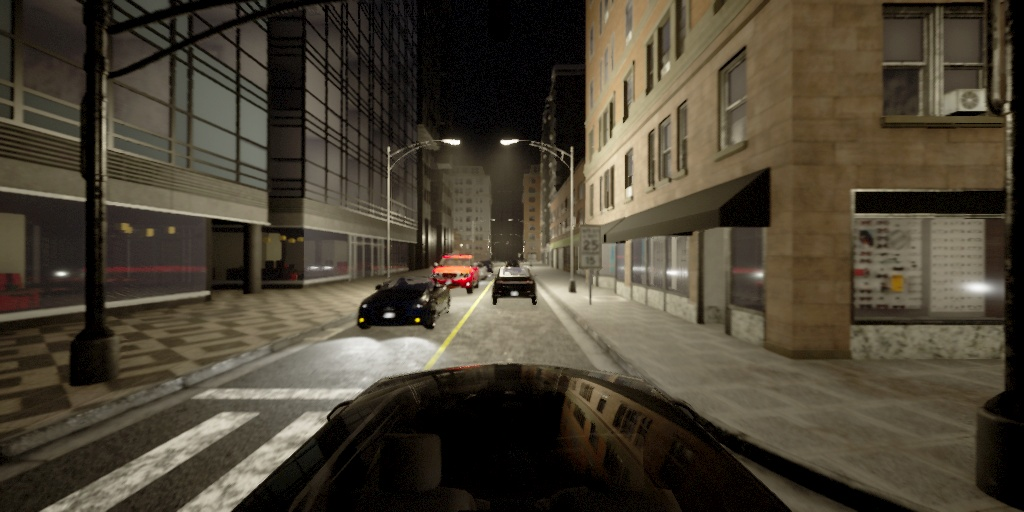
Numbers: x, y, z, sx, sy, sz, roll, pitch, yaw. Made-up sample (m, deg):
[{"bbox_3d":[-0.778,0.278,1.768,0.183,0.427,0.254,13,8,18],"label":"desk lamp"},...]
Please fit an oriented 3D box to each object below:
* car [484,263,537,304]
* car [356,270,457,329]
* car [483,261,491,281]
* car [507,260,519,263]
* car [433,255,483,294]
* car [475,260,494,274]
[{"bbox_3d":[0.099,1.231,16.242,2.128,1.511,4.902,0,0,0],"label":"car"},{"bbox_3d":[-3.099,1.305,11.034,1.994,1.385,4.181,0,0,0],"label":"car"},{"bbox_3d":[-3.100,1.251,30.348,1.812,1.442,4.674,0,0,0],"label":"car"},{"bbox_3d":[0.091,1.245,42.890,1.812,1.442,4.674,0,0,0],"label":"car"},{"bbox_3d":[-3.094,0.954,20.453,2.150,2.045,5.566,0,0,0],"label":"car"},{"bbox_3d":[-3.042,1.243,40.637,1.812,1.442,4.674,0,0,0],"label":"car"}]
